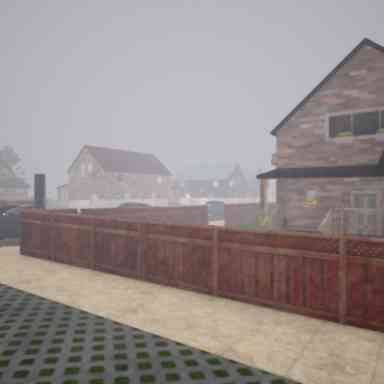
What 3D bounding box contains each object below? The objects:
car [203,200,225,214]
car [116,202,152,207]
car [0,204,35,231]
[{"bbox_3d":[2.407,1.704,38.507,1.812,1.442,4.674,0,0,36],"label":"car"},{"bbox_3d":[-5.245,1.599,27.744,1.837,1.490,4.892,0,0,36],"label":"car"},{"bbox_3d":[-10.696,1.543,20.074,1.837,1.490,4.892,0,0,35],"label":"car"}]
